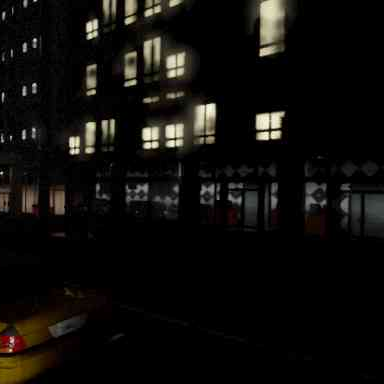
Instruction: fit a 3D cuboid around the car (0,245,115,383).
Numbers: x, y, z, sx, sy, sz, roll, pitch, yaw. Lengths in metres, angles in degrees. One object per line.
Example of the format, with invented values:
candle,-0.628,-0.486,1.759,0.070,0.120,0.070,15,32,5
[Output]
car,-3.313,1.521,5.224,4.829,1.417,1.752,0,1,36
